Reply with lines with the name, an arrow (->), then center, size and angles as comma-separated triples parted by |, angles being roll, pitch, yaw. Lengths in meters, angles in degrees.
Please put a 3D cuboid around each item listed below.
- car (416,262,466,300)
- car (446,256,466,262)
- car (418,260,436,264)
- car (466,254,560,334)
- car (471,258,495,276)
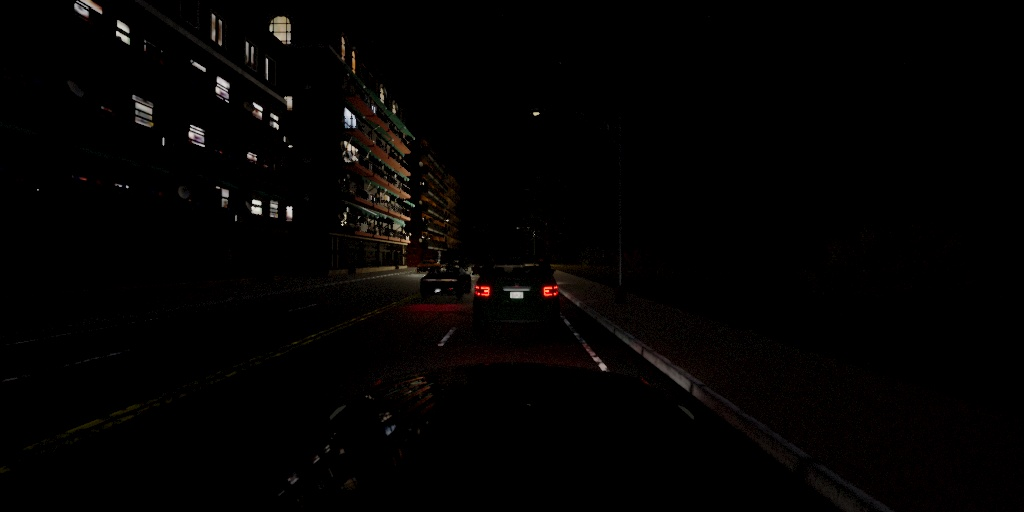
car -> -3.100, 1.243, 17.496 | 2.128, 1.511, 4.902 | 0, 0, 0
car -> -6.466, 0.972, 42.388 | 2.150, 2.045, 5.566 | 0, 0, 0
car -> -9.720, 1.229, 41.664 | 1.882, 1.535, 5.008 | 0, 0, 0
car -> 0.123, 0.973, 10.751 | 2.150, 2.045, 5.566 | 0, 0, 0
car -> -3.028, 1.102, 38.231 | 2.097, 1.767, 4.553 | 0, 0, 0
